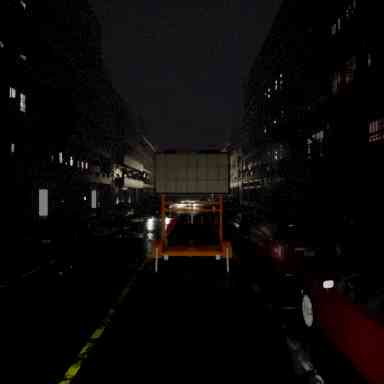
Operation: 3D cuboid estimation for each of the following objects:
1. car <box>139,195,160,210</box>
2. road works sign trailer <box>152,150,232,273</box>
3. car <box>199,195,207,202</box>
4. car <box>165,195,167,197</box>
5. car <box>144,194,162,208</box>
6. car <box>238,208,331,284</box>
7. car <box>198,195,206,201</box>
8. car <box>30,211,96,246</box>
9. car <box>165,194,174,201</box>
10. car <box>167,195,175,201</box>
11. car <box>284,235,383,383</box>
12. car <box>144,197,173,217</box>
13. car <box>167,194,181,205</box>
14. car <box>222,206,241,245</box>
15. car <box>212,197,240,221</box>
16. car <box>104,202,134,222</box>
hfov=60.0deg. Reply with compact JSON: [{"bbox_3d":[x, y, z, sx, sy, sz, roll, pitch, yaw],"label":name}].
[{"bbox_3d":[-5.676,1.432,43.384,1.967,1.590,4.097,0,0,0],"label":"car"},{"bbox_3d":[0.003,0.464,10.692,2.380,3.560,2.880,0,0,0],"label":"road works sign trailer"},{"bbox_3d":[2.715,1.503,77.365,1.752,1.417,4.829,0,0,0],"label":"car"},{"bbox_3d":[-5.673,1.570,54.657,1.802,1.307,4.206,0,0,0],"label":"car"},{"bbox_3d":[-5.673,1.305,49.020,2.192,1.841,5.009,0,0,0],"label":"car"},{"bbox_3d":[2.694,1.440,9.559,1.967,1.590,4.097,0,0,0],"label":"car"},{"bbox_3d":[2.719,1.517,88.468,1.887,1.381,4.507,0,0,0],"label":"car"},{"bbox_3d":[-5.685,1.565,15.200,1.947,1.339,4.313,0,0,0],"label":"car"},{"bbox_3d":[-5.663,1.415,82.838,1.967,1.590,4.097,0,0,0],"label":"car"},{"bbox_3d":[-5.662,1.517,88.475,1.887,1.381,4.507,0,0,0],"label":"car"},{"bbox_3d":[2.693,1.545,3.922,1.887,1.381,4.507,0,0,0],"label":"car"},{"bbox_3d":[-3.077,1.521,31.703,1.812,1.442,4.674,0,0,0],"label":"car"},{"bbox_3d":[-2.983,1.491,57.886,1.837,1.490,4.892,0,0,0],"label":"car"},{"bbox_3d":[2.696,1.550,15.195,2.008,1.369,4.403,0,0,0],"label":"car"},{"bbox_3d":[2.701,1.312,26.468,2.192,1.841,5.009,0,0,0],"label":"car"},{"bbox_3d":[-5.681,1.523,26.304,1.752,1.417,4.829,0,0,0],"label":"car"}]
